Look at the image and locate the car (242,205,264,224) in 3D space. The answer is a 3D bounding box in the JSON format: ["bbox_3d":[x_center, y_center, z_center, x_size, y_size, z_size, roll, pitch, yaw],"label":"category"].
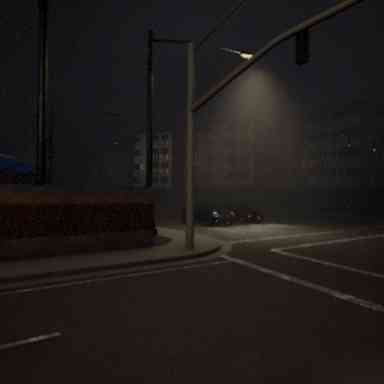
[{"bbox_3d":[3.690,1.734,27.063,1.837,1.490,4.892,1,0,-35],"label":"car"}]

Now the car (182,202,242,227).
[{"bbox_3d":[1.183,1.540,24.541,2.097,1.767,4.553,1,-1,-35],"label":"car"}]
